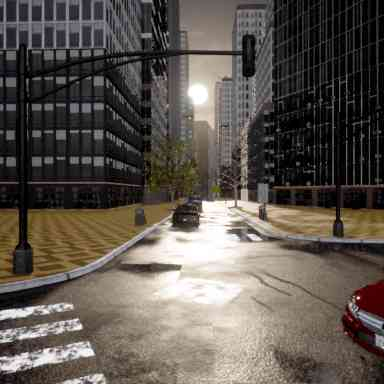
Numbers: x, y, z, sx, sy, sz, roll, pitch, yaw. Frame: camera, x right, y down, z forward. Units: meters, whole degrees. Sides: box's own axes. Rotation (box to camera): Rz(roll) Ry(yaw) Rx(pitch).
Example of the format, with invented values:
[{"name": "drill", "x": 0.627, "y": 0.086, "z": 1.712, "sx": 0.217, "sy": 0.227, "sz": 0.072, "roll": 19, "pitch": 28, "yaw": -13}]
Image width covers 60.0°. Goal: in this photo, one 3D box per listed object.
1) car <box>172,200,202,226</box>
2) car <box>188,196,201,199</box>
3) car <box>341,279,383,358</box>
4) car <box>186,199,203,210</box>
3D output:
[{"name": "car", "x": -0.397, "y": 1.654, "z": 25.400, "sx": 1.882, "sy": 1.535, "sz": 5.008, "roll": 0, "pitch": 0, "yaw": 2}, {"name": "car", "x": 0.389, "y": 1.554, "z": 46.265, "sx": 2.150, "sy": 2.045, "sz": 5.566, "roll": 0, "pitch": 0, "yaw": 2}, {"name": "car", "x": 4.397, "y": 1.543, "z": 5.041, "sx": 4.674, "sy": 1.442, "sz": 1.812, "roll": -1, "pitch": 0, "yaw": -27}, {"name": "car", "x": -0.011, "y": 1.777, "z": 35.613, "sx": 1.812, "sy": 1.442, "sz": 4.674, "roll": 0, "pitch": 0, "yaw": 2}]
